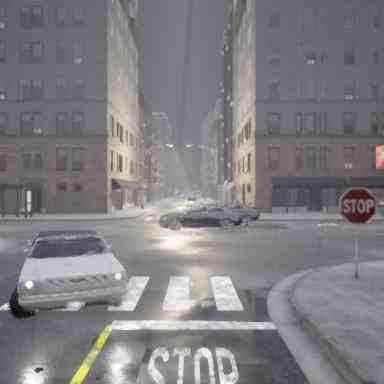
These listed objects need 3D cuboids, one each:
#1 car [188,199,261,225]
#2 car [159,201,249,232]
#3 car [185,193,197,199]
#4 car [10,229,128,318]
[{"bbox_3d":[2.161,1.467,22.582,4.902,1.511,2.128,0,0,0],"label":"car"},{"bbox_3d":[0.562,1.474,19.335,4.902,1.511,2.128,0,0,0],"label":"car"},{"bbox_3d":[0.008,1.508,75.721,2.128,1.511,4.902,0,0,0],"label":"car"},{"bbox_3d":[-2.805,1.598,7.678,1.895,1.301,4.718,0,0,-23],"label":"car"}]
